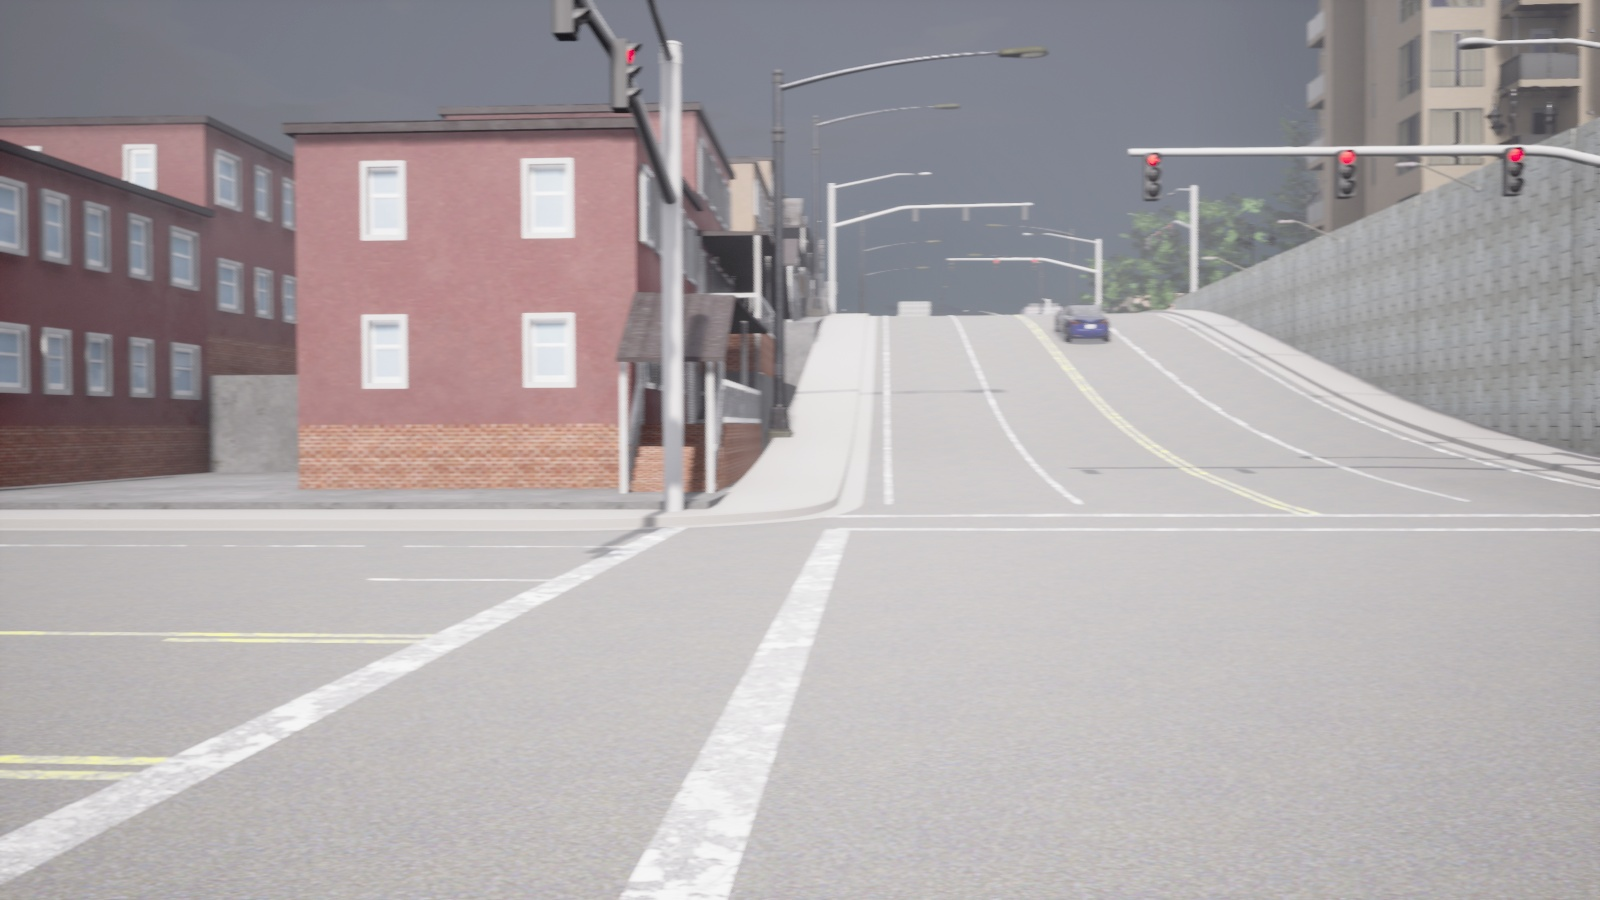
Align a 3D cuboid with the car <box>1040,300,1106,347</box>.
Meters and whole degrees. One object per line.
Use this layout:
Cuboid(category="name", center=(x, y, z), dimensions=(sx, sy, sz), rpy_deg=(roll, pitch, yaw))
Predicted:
Cuboid(category="car", center=(12.220, -5.743, 56.482), dimensions=(2.163, 1.488, 4.792), rpy_deg=(0, 13, 3))
